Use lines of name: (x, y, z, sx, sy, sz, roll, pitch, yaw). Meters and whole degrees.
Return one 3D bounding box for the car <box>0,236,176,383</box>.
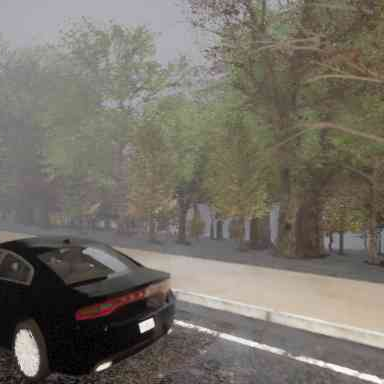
car: (-2.565, 1.479, 5.510, 5.008, 1.535, 1.882, 0, 0, 35)
